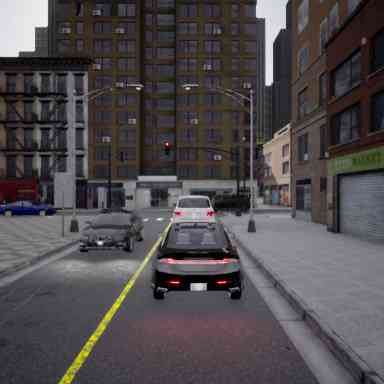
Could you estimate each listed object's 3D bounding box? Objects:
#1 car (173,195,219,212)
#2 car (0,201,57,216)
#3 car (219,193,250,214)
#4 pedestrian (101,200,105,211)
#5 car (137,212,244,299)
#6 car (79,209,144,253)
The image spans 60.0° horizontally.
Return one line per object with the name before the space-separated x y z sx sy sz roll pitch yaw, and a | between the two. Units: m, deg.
car | 0.100 1.215 18.861 2.150 2.045 5.566 0 0 0
car | -15.472 1.577 31.624 5.008 1.535 1.882 0 0 -2
car | 3.432 1.171 34.068 5.566 2.045 2.150 0 0 -16
pedestrian | -10.156 1.497 37.932 0.375 1.300 0.375 0 0 -1
car | 0.101 1.490 8.407 2.128 1.511 4.902 0 0 0
car | -3.116 1.503 13.690 1.837 1.490 4.892 0 0 0
